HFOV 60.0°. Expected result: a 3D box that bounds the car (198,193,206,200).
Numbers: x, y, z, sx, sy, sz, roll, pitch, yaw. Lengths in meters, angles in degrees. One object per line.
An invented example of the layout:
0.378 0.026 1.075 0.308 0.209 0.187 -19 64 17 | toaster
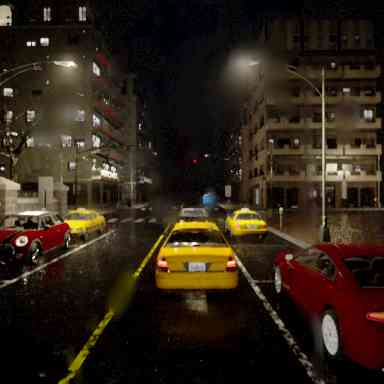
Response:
2.651 1.211 89.007 2.192 1.841 5.009 1 0 0 | car

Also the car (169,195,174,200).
-5.732 1.478 89.060 1.802 1.307 4.206 1 0 0 | car

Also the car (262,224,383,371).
2.694 1.544 5.755 1.887 1.381 4.507 1 0 0 | car

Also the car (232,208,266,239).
2.688 1.520 17.158 1.752 1.417 4.829 1 0 0 | car

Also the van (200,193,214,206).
2.670 1.298 54.981 1.690 1.788 3.998 1 0 0 | van

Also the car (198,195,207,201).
2.652 1.459 83.336 2.008 1.369 4.403 1 0 0 | car

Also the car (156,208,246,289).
0.094 1.454 9.127 1.801 1.575 5.366 0 0 0 | car

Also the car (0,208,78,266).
-5.688 1.437 11.386 1.967 1.590 4.097 1 0 0 | car

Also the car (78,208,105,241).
-5.692 1.520 16.831 1.752 1.417 4.829 1 0 0 | car

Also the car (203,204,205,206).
0.096 1.594 19.616 1.895 1.301 4.718 0 0 0 | car

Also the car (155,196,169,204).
-5.717 1.530 60.705 1.802 1.307 4.206 1 0 0 | car

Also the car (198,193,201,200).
2.661 1.506 66.324 1.947 1.339 4.313 1 0 0 | car
